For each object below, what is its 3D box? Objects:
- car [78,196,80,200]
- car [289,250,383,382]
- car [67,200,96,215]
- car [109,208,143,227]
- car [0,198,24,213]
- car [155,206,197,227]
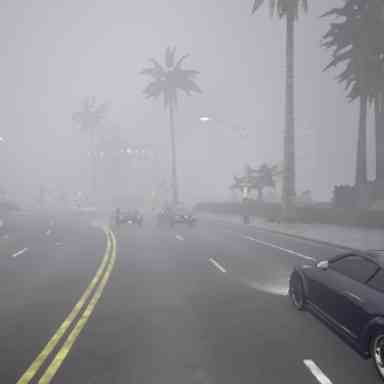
[{"bbox_3d":[-26.700,2.254,85.282,4.674,1.452,2.002,0,-1,10],"label":"car"},{"bbox_3d":[3.104,1.613,5.311,1.994,1.385,4.181,0,-1,-4],"label":"car"},{"bbox_3d":[-12.942,1.981,38.677,1.895,1.301,4.718,0,-1,-39],"label":"car"},{"bbox_3d":[-5.138,1.848,25.390,1.895,1.301,4.718,0,-1,-21],"label":"car"},{"bbox_3d":[-24.577,1.950,44.200,4.892,1.490,1.837,-1,-1,34],"label":"car"},{"bbox_3d":[-1.324,1.790,25.304,2.033,1.411,5.357,0,-1,-21],"label":"car"}]
